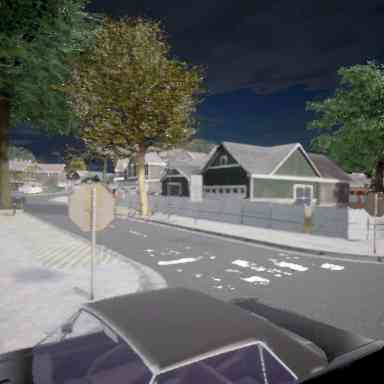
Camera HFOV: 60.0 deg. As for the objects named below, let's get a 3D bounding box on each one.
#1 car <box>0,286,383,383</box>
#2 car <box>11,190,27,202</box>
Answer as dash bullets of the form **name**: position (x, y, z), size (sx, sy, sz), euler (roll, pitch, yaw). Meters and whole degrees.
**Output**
- **car**: position (-0.502, 1.616, 2.570), size (4.718, 1.301, 1.895), euler (1, 0, -35)
- **car**: position (-22.934, 0.506, 43.711), size (2.128, 1.511, 4.902), euler (1, 1, -32)
